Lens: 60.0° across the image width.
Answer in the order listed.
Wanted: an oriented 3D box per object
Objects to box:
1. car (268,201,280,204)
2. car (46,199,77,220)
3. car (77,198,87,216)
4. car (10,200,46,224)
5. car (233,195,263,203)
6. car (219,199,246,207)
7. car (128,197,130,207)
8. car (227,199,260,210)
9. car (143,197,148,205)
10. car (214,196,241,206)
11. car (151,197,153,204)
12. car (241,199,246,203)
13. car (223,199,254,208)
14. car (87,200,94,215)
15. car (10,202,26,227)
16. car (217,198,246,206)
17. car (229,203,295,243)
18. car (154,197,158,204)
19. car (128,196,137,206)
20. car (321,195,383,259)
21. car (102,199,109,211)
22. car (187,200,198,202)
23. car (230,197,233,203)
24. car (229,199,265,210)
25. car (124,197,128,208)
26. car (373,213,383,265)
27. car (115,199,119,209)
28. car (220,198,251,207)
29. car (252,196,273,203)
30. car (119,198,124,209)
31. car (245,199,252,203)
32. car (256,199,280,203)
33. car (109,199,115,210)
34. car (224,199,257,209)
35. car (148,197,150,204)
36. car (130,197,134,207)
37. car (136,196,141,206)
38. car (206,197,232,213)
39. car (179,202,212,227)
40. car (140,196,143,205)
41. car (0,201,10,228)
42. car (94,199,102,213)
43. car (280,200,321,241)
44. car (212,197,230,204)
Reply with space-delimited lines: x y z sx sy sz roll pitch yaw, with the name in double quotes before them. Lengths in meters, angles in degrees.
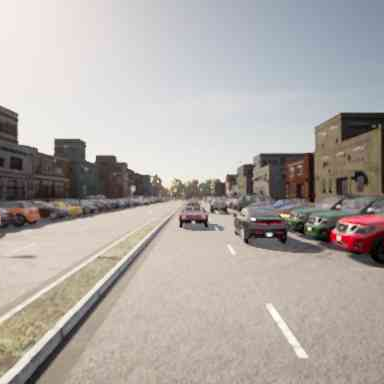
"car" 7.455 1.456 19.261 5.366 1.575 1.946 0 -1 0
"car" -12.785 1.545 28.029 4.892 1.521 2.231 0 -1 0
"car" -12.959 1.574 30.809 5.366 1.575 1.946 0 -1 0
"car" -12.759 1.355 22.351 4.553 1.767 2.185 0 -1 0
"car" 7.669 1.385 35.805 5.566 2.045 2.435 0 -1 0
"car" 7.664 2.049 63.375 4.792 1.488 2.163 0 -1 0
"car" -12.729 1.908 52.914 4.674 1.452 2.002 0 -1 0
"car" 7.638 1.853 49.622 4.674 1.452 2.002 0 -1 0
"car" -12.727 1.876 69.714 5.566 2.045 2.435 0 -1 0
"car" 7.590 1.908 71.649 5.566 2.045 2.435 0 -1 0
"car" -12.863 2.314 80.827 5.366 1.575 1.946 0 -1 0
"car" 7.638 1.643 33.044 4.674 1.452 2.002 0 -1 0
"car" 7.611 1.921 55.099 4.792 1.488 2.163 0 -1 0
"car" -12.741 1.484 33.472 4.553 1.767 2.185 0 -1 0
"car" -12.794 1.495 19.571 4.674 1.452 2.002 0 -1 0
"car" 7.815 2.062 66.134 5.366 1.575 1.946 0 -1 0
"car" 3.100 1.465 15.735 1.837 1.490 4.892 0 0 0
"car" -12.672 2.514 91.933 5.008 1.535 2.097 0 -1 0
"car" -12.727 1.951 58.472 4.892 1.521 2.231 0 -1 0
"car" 7.612 1.180 10.999 5.566 2.045 2.435 0 0 0
"car" -12.763 1.678 39.020 5.008 1.535 2.097 0 -1 0
"car" 0.101 1.720 40.709 1.837 1.490 4.892 0 -1 0
"car" 7.635 1.702 41.316 5.008 1.535 2.097 0 -1 0
"car" 7.670 1.804 46.829 4.792 1.488 2.163 0 -1 0
"car" -12.742 1.831 50.261 4.892 1.521 2.231 0 -1 0
"car" 7.635 1.432 8.242 5.008 1.535 2.097 0 0 0
"car" -12.776 1.781 44.577 4.792 1.488 2.163 0 -1 0
"car" 7.825 1.972 60.620 5.366 1.575 1.946 0 -1 0
"car" 7.672 1.416 27.532 4.553 1.767 2.185 0 -1 0
"car" -12.736 1.791 47.482 5.008 1.535 2.097 0 -1 0
"car" 7.670 1.602 30.287 4.792 1.488 2.163 0 -1 0
"car" 7.635 1.510 24.773 5.008 1.535 2.097 0 -1 0
"car" -12.746 1.716 41.799 4.892 1.521 2.231 0 -1 0
"car" 7.612 1.881 52.344 4.792 1.488 2.163 0 -1 0
"car" -12.659 2.250 75.269 4.792 1.488 2.163 0 -1 0
"car" -12.755 1.938 55.693 4.792 1.488 2.163 0 -1 0
"car" -12.707 2.076 64.027 4.674 1.452 2.002 0 -1 0
"car" 3.101 1.694 39.732 2.128 1.511 4.902 0 -1 0
"car" 0.100 1.612 22.799 1.895 1.301 4.718 0 -1 0
"car" -12.736 1.956 66.900 4.553 1.767 2.185 0 -1 0
"car" -12.772 1.185 16.798 5.566 2.045 2.435 0 0 0
"car" -12.734 1.673 36.241 4.792 1.488 2.163 0 -1 0
"car" 7.612 1.193 16.510 5.566 2.045 2.435 0 0 0
"car" 7.555 2.343 88.189 4.553 1.767 2.185 0 -1 0
